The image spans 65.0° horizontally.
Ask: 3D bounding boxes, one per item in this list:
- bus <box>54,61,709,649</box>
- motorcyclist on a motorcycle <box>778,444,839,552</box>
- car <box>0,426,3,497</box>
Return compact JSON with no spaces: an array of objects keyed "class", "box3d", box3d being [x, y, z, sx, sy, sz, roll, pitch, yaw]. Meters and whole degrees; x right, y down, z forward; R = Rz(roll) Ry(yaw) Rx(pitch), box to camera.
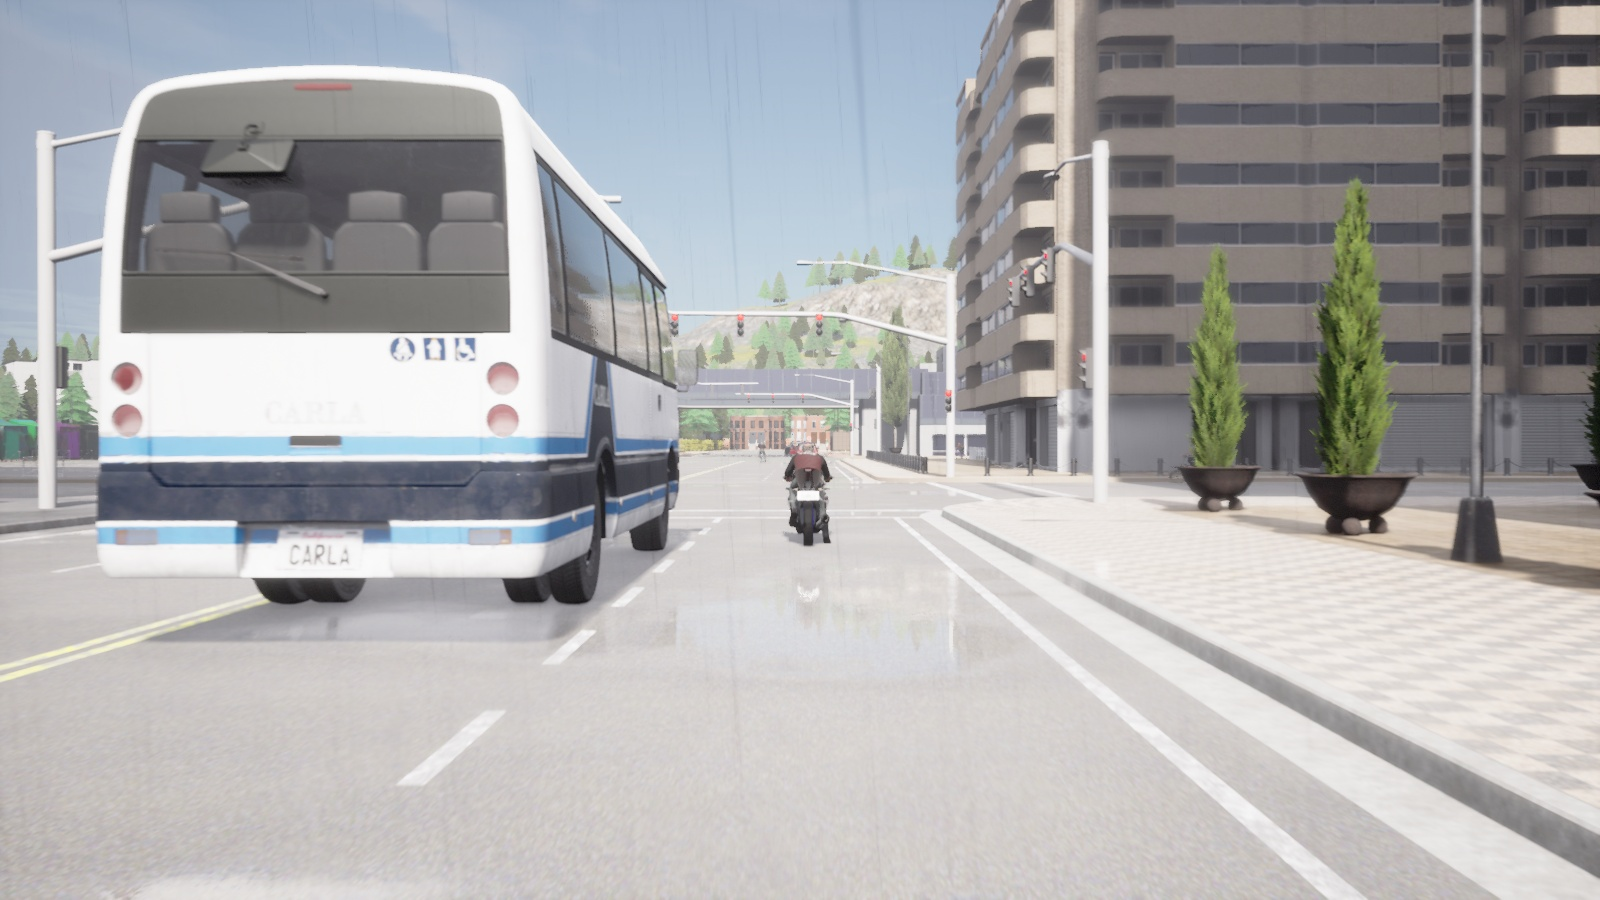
[{"class":"bus","box3d":[-3.403,-0.713,14.226,3.944,4.253,10.273,0,0,0]},{"class":"motorcyclist on a motorcycle","box3d":[0.123,0.675,18.902,0.866,1.530,2.191,0,0,0]},{"class":"car","box3d":[-23.269,0.308,32.047,4.605,1.855,1.932,0,0,0]}]
